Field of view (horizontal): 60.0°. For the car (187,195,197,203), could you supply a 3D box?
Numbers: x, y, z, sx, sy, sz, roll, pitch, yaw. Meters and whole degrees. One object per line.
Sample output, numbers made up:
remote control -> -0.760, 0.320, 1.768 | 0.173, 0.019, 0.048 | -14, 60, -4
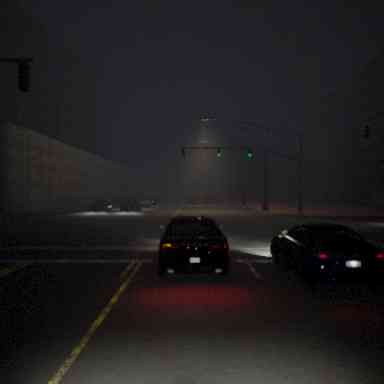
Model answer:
car -> 0.065, 1.543, 68.835 | 1.812, 1.442, 4.674 | 0, 0, 0

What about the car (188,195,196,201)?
car -> 0.075, 1.392, 78.836 | 1.882, 1.535, 5.008 | 0, 0, 0

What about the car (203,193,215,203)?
car -> 3.577, 1.548, 69.678 | 1.812, 1.442, 4.674 | 0, 0, 0

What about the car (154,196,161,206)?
car -> -7.012, 1.523, 57.049 | 1.837, 1.490, 4.892 | 0, 0, 1

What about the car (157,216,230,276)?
car -> -0.017, 1.481, 10.439 | 1.882, 1.535, 5.008 | 0, 0, -2

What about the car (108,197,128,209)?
car -> -10.536, 1.541, 47.748 | 1.812, 1.442, 4.674 | 0, 0, 0

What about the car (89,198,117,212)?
car -> -10.555, 1.576, 38.995 | 1.994, 1.385, 4.181 | 0, 0, 0

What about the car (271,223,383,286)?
car -> 3.599, 1.567, 9.401 | 1.994, 1.385, 4.181 | 0, 0, 0

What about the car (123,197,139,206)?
car -> -10.507, 1.582, 57.648 | 1.994, 1.385, 4.181 | 0, 0, 0

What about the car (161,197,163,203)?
car -> -6.936, 1.526, 67.226 | 1.837, 1.490, 4.892 | 0, 0, 0

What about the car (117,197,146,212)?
car -> -7.054, 1.576, 39.046 | 1.994, 1.385, 4.181 | 0, 0, 0

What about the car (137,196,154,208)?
car -> -7.033, 1.541, 47.804 | 1.812, 1.442, 4.674 | 0, 0, 0

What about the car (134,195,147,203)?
car -> -10.436, 1.498, 68.063 | 1.882, 1.535, 5.008 | 0, 0, 0
